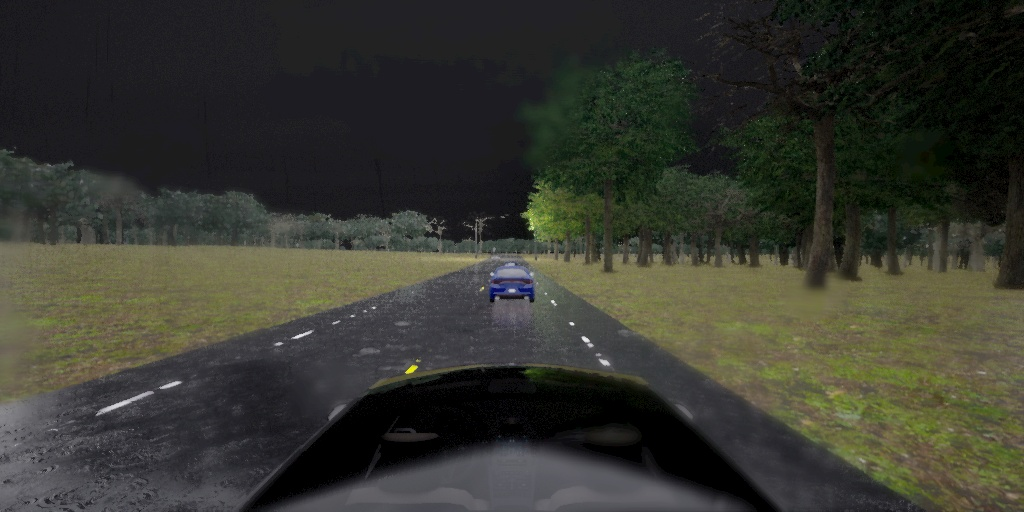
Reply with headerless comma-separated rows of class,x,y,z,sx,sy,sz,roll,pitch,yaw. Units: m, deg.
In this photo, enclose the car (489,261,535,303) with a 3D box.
car,0.001,1.199,16.502,1.882,1.535,5.008,0,0,0
